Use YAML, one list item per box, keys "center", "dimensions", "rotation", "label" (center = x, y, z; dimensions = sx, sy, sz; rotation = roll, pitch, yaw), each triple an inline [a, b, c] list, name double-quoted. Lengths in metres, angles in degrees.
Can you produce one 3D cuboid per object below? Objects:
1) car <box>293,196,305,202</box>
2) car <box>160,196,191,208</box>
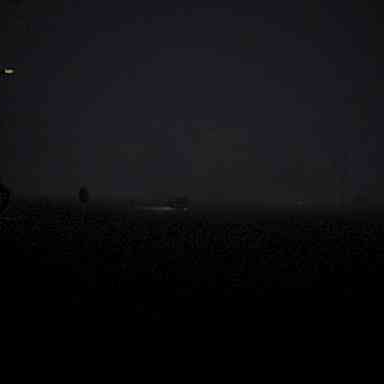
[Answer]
- center: [26.730, 1.785, 83.034]
  dimensions: [1.882, 1.535, 5.008]
  rotation: [3, 1, 36]
  label: "car"
- center: [-2.032, 1.300, 43.200]
  dimensions: [1.837, 1.490, 4.892]
  rotation: [3, 2, 36]
  label: "car"
